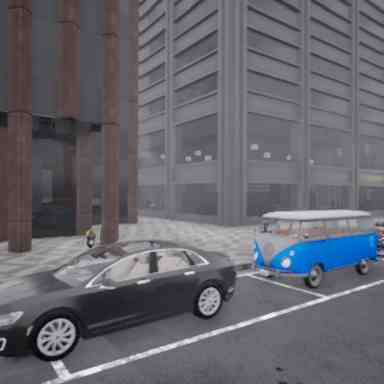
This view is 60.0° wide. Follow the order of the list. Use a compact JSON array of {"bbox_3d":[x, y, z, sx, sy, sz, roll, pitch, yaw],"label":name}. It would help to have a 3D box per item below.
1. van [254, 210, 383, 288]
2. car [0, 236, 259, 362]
[{"bbox_3d":[3.423,1.400,9.093,3.998,1.788,1.690,1,-1,-35],"label":"van"},{"bbox_3d":[-1.167,1.568,5.819,4.403,1.369,2.008,1,-1,-35],"label":"car"}]
